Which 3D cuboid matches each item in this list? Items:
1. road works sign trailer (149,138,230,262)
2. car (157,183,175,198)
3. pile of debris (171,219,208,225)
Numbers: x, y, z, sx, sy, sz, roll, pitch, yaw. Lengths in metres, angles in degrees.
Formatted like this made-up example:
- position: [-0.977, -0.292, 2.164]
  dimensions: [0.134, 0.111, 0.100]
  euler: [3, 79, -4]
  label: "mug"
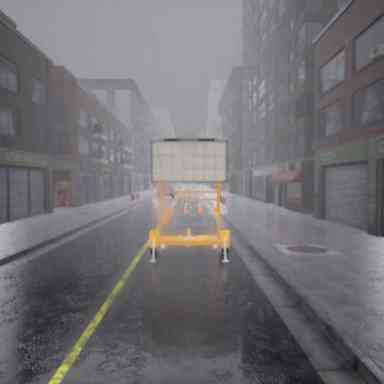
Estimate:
- position: [-0.082, 0.109, 10.574]
  dimensions: [2.380, 3.560, 2.880]
  euler: [0, 2, 0]
  label: "road works sign trailer"
- position: [-3.430, -0.259, 44.490]
  dimensions: [2.150, 2.045, 5.566]
  euler: [0, 2, 0]
  label: "car"
- position: [-0.136, 1.577, 17.627]
  dimensions: [1.860, 0.140, 1.500]
  euler: [0, 2, 0]
  label: "pile of debris"
